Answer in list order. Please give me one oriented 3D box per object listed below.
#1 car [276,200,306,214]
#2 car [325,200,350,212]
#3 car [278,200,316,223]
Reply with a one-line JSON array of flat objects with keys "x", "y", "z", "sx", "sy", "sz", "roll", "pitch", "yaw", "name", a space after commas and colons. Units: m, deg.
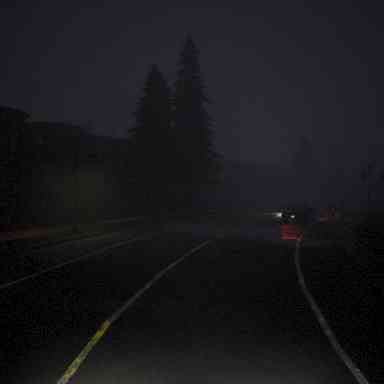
[{"x": 11.184, "y": 1.590, "z": 37.381, "sx": 1.994, "sy": 1.385, "sz": 4.181, "roll": 0, "pitch": 0, "yaw": 35, "name": "car"}, {"x": 17.511, "y": 1.657, "z": 39.916, "sx": 1.895, "sy": 1.301, "sz": 4.718, "roll": 1, "pitch": 1, "yaw": 36, "name": "car"}, {"x": 8.359, "y": 1.525, "z": 25.832, "sx": 1.837, "sy": 1.490, "sz": 4.892, "roll": 0, "pitch": 0, "yaw": 29, "name": "car"}]
